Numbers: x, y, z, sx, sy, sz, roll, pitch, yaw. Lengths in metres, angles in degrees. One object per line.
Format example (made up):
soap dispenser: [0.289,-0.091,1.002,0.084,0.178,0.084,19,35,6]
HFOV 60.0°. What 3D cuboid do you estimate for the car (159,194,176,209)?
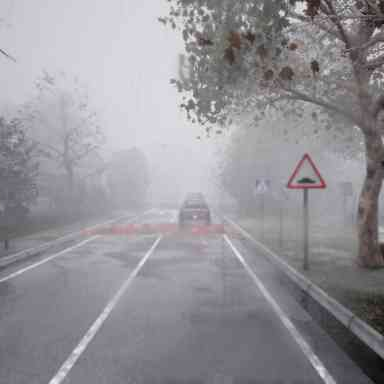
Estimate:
car: [-2.881,1.082,42.192,2.097,1.767,4.553,0,0,2]

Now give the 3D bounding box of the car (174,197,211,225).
car: [0.183,1.298,21.254,2.128,1.511,4.902,1,-3,0]

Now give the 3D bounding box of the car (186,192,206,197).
car: [0.441,1.054,39.673,2.150,2.045,5.566,0,1,2]
